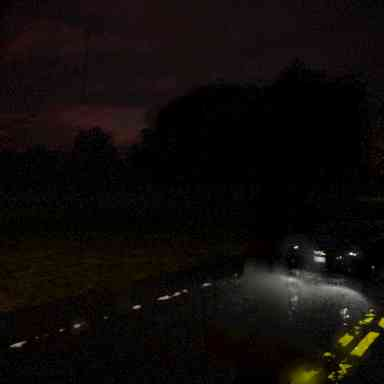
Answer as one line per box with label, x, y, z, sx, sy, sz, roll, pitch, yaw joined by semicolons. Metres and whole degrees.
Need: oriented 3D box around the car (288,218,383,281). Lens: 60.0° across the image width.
car;4.554;1.503;9.801;1.994;1.385;4.181;1;1;43
